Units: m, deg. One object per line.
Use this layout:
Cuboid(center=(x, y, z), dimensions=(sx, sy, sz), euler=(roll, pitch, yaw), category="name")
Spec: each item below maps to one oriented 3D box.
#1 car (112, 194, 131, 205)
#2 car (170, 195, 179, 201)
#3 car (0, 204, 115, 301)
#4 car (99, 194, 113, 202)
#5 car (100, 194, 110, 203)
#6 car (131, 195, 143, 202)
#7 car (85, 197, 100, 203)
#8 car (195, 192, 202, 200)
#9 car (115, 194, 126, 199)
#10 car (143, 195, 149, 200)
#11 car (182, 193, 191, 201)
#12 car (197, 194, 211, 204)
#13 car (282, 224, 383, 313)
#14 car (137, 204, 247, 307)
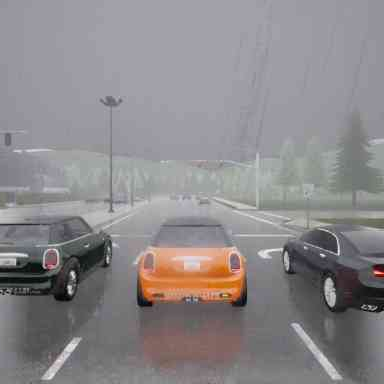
Cuboid(center=(-12.904, 1.563, 60.227), dimensions=(1.994, 1.385, 4.181), euler=(0, 0, 0), category="car")
Cuboid(center=(-4.860, 1.495, 88.543), dimensions=(1.837, 1.490, 4.892), euler=(0, 0, 0), category="car")
Cuboid(center=(-3.500, 1.352, 8.472), dimensions=(2.097, 1.767, 4.553), euler=(0, 0, 0), category="car")
Cuboid(center=(-19.851, 1.355, 77.297), dimensions=(2.097, 1.767, 4.553), euler=(0, 0, 0), category="car")
Cuboid(center=(-16.351, 1.601, 66.719), dimensions=(1.895, 1.301, 4.718), euler=(0, 0, 0), category="car")
Cuboid(center=(-12.849, 1.595, 74.855), dimensions=(1.895, 1.301, 4.718), euler=(0, 0, 0), category="car")
Cuboid(center=(-19.844, 1.601, 66.269), dimensions=(1.895, 1.301, 4.718), euler=(0, 0, 0), category="car")
Cuboid(center=(2.140, 1.520, 88.619), dimensions=(1.812, 1.442, 4.674), euler=(0, 0, 0), category="car")
Cuboid(center=(-19.863, 1.210, 92.392), dimensions=(1.895, 1.301, 4.718), euler=(0, 0, 0), category="car")
Cuboid(center=(-12.861, 1.476, 89.775), dimensions=(1.994, 1.385, 4.181), euler=(0, 0, 0), category="car")
Cuboid(center=(-1.360, 1.222, 88.282), dimensions=(2.150, 2.045, 5.566), euler=(0, 0, 0), category="car")
Cuboid(center=(2.166, 1.526, 57.241), dimensions=(1.812, 1.442, 4.674), euler=(0, 0, 0), category="car")
Cuboid(center=(3.499, 1.505, 7.653), dimensions=(1.837, 1.490, 4.892), euler=(0, 0, 0), category="car")
Cuboid(center=(0.000, 1.352, 8.150), dimensions=(2.097, 1.767, 4.553), euler=(0, 0, 0), category="car")
